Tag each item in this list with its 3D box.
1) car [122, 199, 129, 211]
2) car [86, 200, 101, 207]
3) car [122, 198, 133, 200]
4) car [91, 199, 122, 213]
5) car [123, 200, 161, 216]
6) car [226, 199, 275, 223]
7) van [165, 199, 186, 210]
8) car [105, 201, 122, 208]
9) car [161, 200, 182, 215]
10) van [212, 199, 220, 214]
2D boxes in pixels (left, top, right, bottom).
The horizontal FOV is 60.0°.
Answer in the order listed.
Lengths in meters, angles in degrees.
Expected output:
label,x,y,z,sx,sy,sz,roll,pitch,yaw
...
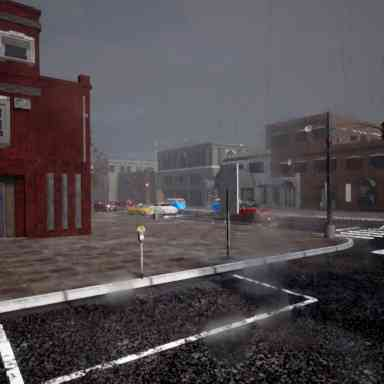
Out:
label,x,y,z,sx,sy,sz,roll,pitch,yaw
car,-12.261,2.210,52.409,1.837,1.490,4.892,-1,-1,-36
car,-22.614,2.595,76.266,1.802,1.307,4.206,-2,0,-36
car,-12.613,2.085,62.551,2.192,1.841,5.009,-2,0,-36
car,-12.708,2.001,48.521,2.192,1.841,5.009,-2,0,-36
car,-5.930,2.048,39.241,1.752,1.417,4.829,-2,0,-36
car,4.910,1.638,28.739,2.097,1.767,4.553,-1,0,-36
van,-2.604,1.868,48.835,1.690,1.788,3.998,-2,0,-36
car,-15.941,2.433,67.122,1.802,1.307,4.206,-2,0,-36
car,-3.524,2.016,40.305,1.812,1.442,4.674,-1,0,-36
van,4.068,1.707,39.693,1.690,1.788,3.998,-2,0,-36
